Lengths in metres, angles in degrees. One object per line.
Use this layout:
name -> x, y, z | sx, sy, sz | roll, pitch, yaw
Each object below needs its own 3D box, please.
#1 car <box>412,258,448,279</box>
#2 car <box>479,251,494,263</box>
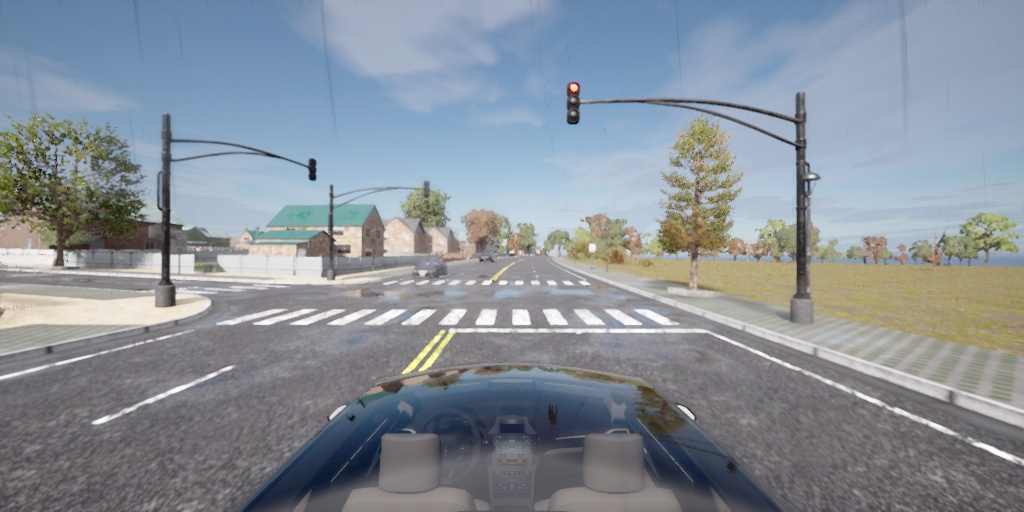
car -> -6.151, 0.943, 27.342 | 2.128, 1.511, 4.902 | 0, 2, 2
car -> -4.448, 0.180, 63.430 | 2.150, 2.045, 5.566 | 0, 1, 4
